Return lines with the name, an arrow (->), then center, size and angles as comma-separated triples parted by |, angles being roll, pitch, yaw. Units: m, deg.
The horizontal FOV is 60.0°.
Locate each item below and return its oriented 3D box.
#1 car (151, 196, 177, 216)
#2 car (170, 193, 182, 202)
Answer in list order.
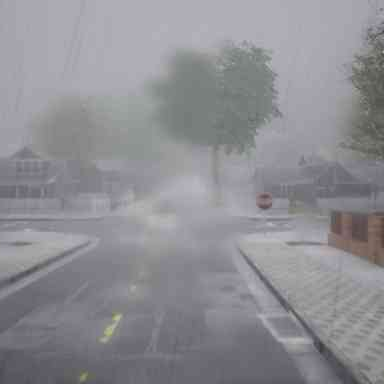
car -> -2.772, 1.535, 31.979 | 1.837, 1.490, 4.892 | 0, 3, 1
car -> -2.747, 0.816, 57.378 | 1.994, 1.385, 4.181 | 0, 1, 0
